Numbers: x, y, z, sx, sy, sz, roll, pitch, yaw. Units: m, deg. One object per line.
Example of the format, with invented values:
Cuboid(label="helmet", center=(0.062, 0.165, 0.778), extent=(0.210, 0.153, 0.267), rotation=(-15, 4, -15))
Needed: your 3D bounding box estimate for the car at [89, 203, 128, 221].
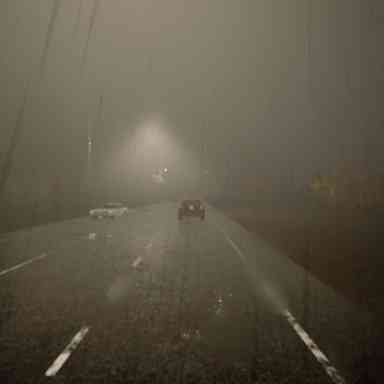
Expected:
Cuboid(label="car", center=(-6.702, 1.580, 27.138), extent=(1.895, 1.301, 4.718), rotation=(0, 0, 4))

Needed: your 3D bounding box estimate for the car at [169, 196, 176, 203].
Cuboid(label="car", center=(-3.583, 1.473, 67.744), extent=(1.895, 1.301, 4.718), rotation=(0, 0, 0))

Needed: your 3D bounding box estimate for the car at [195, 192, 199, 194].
Cuboid(label="car", center=(-0.103, 1.347, 82.515), extent=(2.128, 1.511, 4.902), rotation=(0, 0, 0))

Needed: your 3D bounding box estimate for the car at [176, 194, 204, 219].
Cuboid(label="car", center=(-0.034, 1.319, 28.756), extent=(2.097, 1.767, 4.553), rotation=(0, 0, 0))
